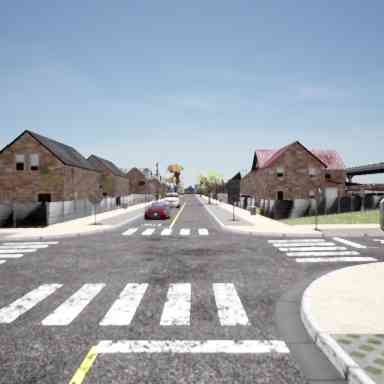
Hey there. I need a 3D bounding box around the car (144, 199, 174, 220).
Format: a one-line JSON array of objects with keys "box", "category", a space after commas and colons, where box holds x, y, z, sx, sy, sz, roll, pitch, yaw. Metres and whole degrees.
[{"box": [-2.835, 1.555, 27.870, 1.994, 1.385, 4.181, 0, 0, 0], "category": "car"}]

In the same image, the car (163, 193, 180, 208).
[{"box": [-2.818, 1.205, 47.000, 2.150, 2.045, 5.566, 0, 0, 0], "category": "car"}]
